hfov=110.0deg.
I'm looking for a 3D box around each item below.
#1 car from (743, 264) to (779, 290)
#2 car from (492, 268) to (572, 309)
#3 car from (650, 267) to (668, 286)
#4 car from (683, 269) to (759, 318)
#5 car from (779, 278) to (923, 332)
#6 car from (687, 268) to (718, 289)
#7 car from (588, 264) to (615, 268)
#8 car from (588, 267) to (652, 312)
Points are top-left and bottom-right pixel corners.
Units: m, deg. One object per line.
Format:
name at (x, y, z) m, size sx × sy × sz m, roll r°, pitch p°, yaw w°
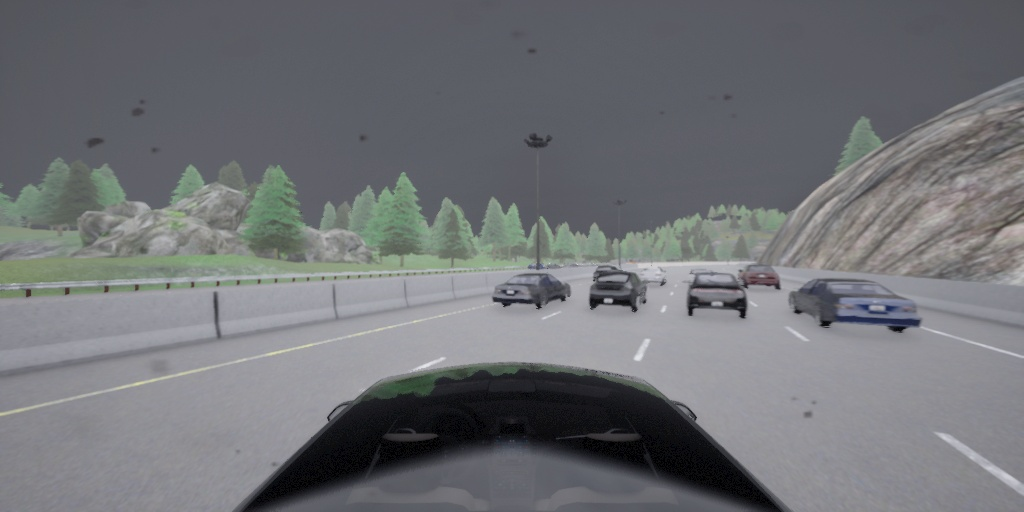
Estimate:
car at (17.527, 1.367, 25.694) m, size 2.097 × 1.767 × 4.553 m, roll 0°, pitch -1°, yaw 27°
car at (1.066, 1.466, 16.106) m, size 2.033 × 1.411 × 5.357 m, roll 0°, pitch -1°, yaw 27°
car at (11.468, 1.588, 29.223) m, size 1.812 × 1.442 × 4.674 m, roll 0°, pitch -1°, yaw 27°
car at (7.780, 1.379, 13.866) m, size 2.128 × 1.511 × 4.902 m, roll 0°, pitch -1°, yaw 27°
car at (10.469, 1.402, 11.432) m, size 2.033 × 1.411 × 5.357 m, roll 0°, pitch -1°, yaw 27°
car at (14.307, 1.636, 27.084) m, size 1.895 × 1.301 × 4.718 m, roll 0°, pitch -1°, yaw 27°
car at (8.147, 1.587, 30.410) m, size 1.837 × 1.490 × 4.892 m, roll 0°, pitch 0°, yaw 27°
car at (4.650, 1.414, 15.433) m, size 1.837 × 1.490 × 4.892 m, roll 0°, pitch 0°, yaw 27°
